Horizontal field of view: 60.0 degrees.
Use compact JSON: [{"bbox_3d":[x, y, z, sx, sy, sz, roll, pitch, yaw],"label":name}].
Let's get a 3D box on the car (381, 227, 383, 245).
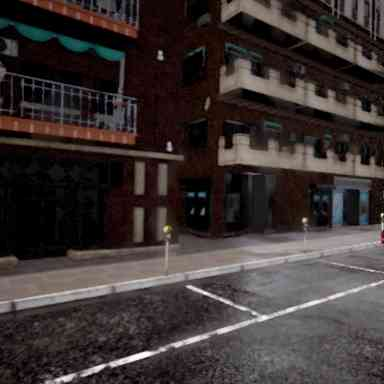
[{"bbox_3d":[9.701,1.460,13.467,5.009,1.841,2.192,1,1,-36],"label":"car"}]
